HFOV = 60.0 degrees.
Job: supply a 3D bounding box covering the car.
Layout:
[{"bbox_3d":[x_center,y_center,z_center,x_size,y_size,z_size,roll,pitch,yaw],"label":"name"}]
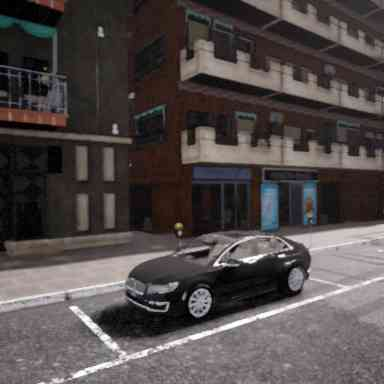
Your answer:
[{"bbox_3d":[0.752,1.539,7.108,4.403,1.369,2.008,0,-1,-35],"label":"car"}]
